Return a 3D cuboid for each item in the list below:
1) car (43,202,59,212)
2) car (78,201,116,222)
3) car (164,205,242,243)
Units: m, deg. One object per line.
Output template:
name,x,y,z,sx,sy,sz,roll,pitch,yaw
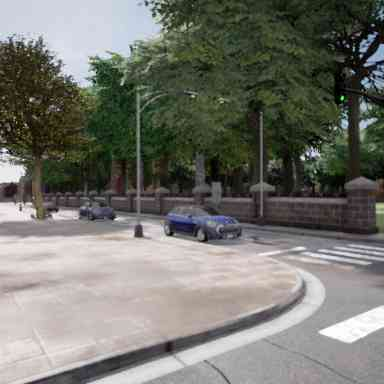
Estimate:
car,-19.835,2.069,45.715,2.033,1.411,5.357,0,-1,-36
car,-8.534,1.623,29.715,2.097,1.767,4.553,0,0,-35
car,0.439,1.470,17.136,2.097,1.767,4.553,0,0,-35
